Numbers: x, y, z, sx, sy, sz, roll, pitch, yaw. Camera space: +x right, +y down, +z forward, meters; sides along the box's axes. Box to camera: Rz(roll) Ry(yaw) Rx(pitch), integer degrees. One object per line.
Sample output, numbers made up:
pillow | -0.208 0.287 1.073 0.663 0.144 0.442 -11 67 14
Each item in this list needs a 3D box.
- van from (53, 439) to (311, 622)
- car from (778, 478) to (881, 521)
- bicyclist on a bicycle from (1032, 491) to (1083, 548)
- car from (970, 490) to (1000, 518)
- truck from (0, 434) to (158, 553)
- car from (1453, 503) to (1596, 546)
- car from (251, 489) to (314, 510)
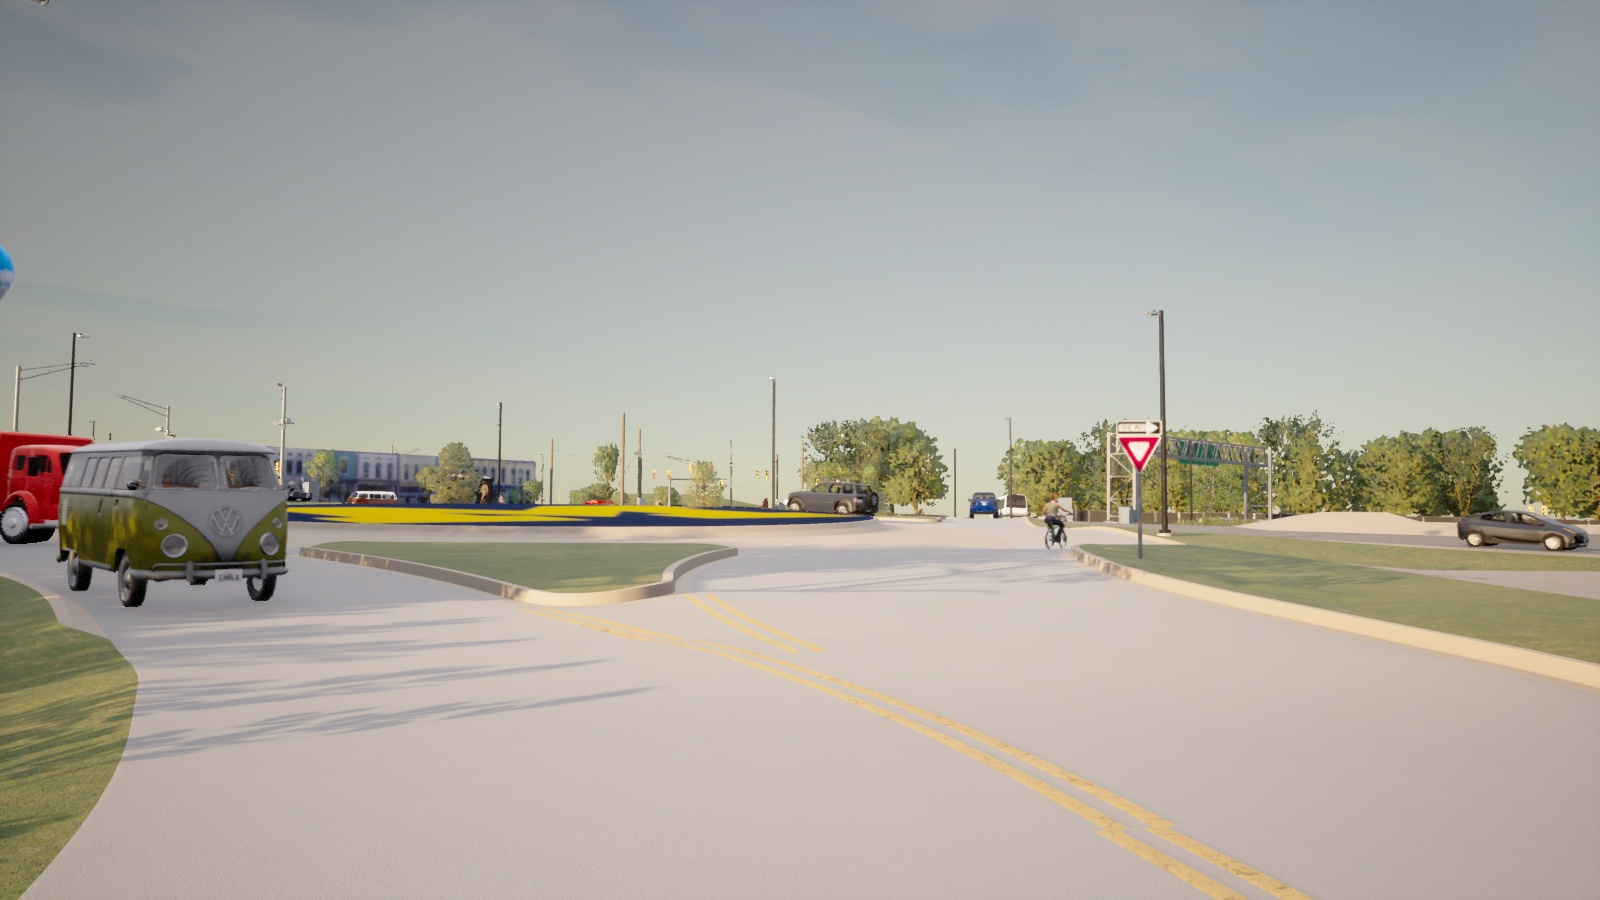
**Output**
van | -7.954 0.928 15.945 1.775 1.987 4.442 2 -2 -42
car | 1.375 2.340 59.581 4.605 1.855 1.932 0 -4 39
bicyclist on a bicycle | 7.519 2.029 36.602 0.866 1.612 1.509 -4 -6 35
car | 14.181 4.195 96.744 2.150 2.045 5.566 -1 -3 7
truck | -17.499 1.019 28.445 5.204 2.467 2.627 -1 -4 27
car | 28.726 2.920 49.868 2.007 1.525 4.514 2 -1 -43
car | -34.774 3.317 84.359 4.718 1.301 1.895 -2 -4 39
